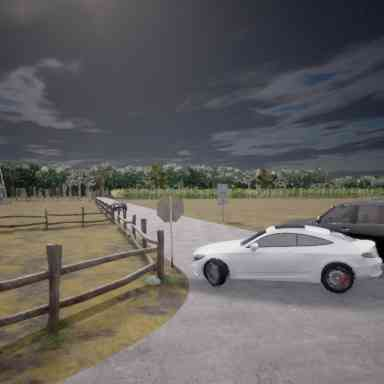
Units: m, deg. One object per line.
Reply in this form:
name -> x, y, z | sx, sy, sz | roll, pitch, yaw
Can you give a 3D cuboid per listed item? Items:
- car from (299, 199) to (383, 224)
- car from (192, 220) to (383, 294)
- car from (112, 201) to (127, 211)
car -> 5.103, 1.225, 9.799 | 2.150, 2.045, 5.566 | -2, 0, -39
car -> 2.300, 1.612, 8.709 | 4.674, 1.442, 1.812 | -2, 0, 17
car -> -10.795, 1.979, 49.473 | 2.033, 1.411, 5.357 | -2, 0, -18
